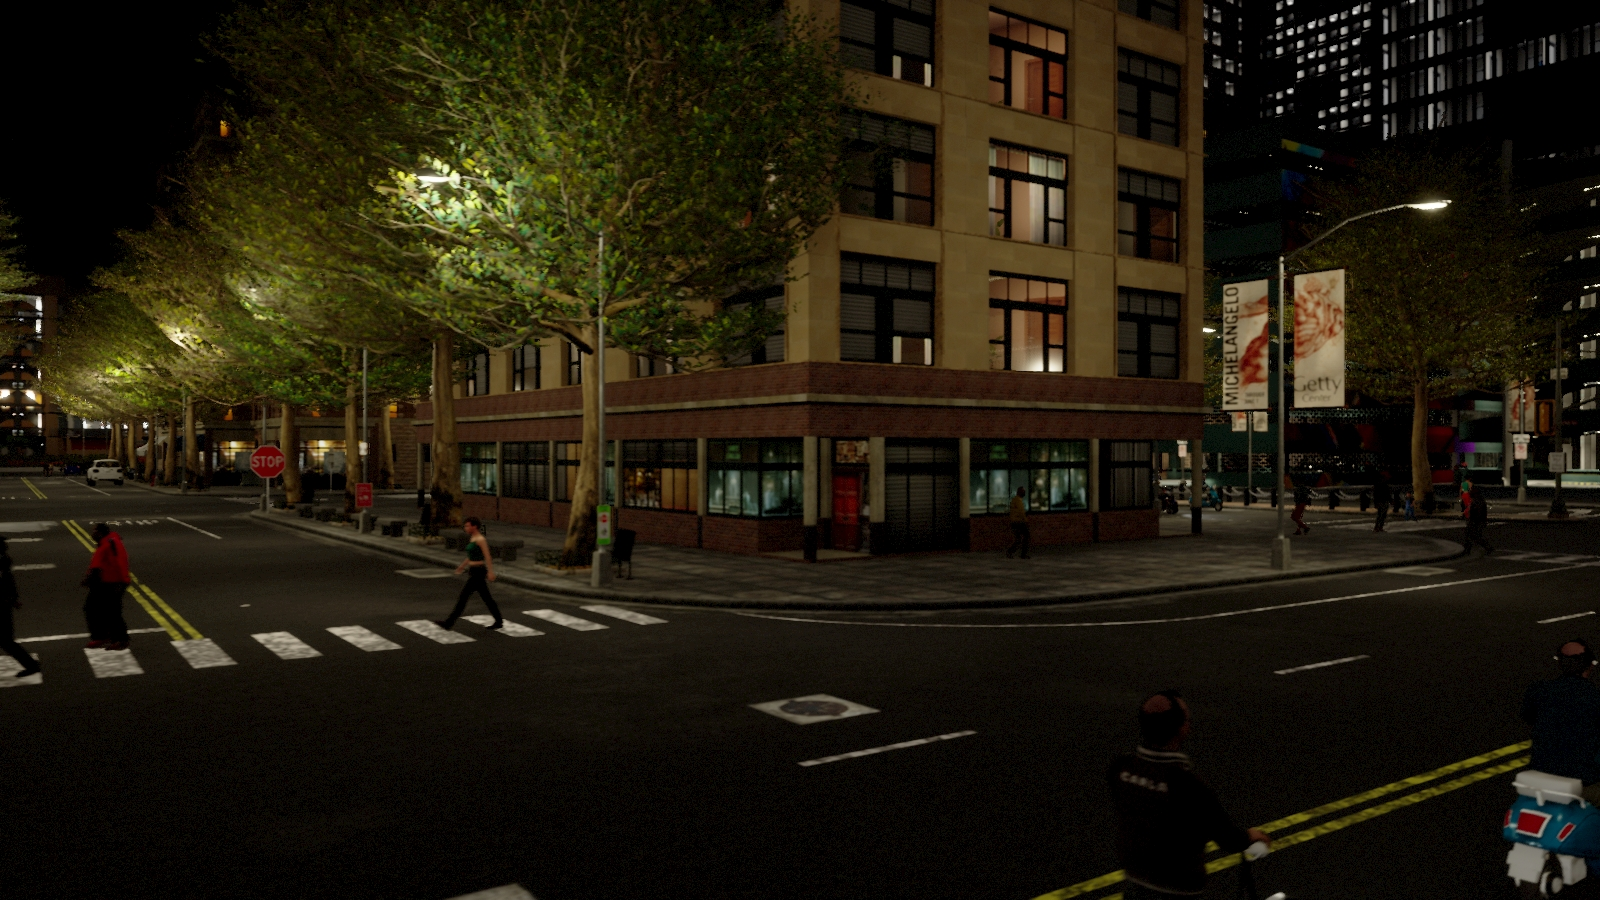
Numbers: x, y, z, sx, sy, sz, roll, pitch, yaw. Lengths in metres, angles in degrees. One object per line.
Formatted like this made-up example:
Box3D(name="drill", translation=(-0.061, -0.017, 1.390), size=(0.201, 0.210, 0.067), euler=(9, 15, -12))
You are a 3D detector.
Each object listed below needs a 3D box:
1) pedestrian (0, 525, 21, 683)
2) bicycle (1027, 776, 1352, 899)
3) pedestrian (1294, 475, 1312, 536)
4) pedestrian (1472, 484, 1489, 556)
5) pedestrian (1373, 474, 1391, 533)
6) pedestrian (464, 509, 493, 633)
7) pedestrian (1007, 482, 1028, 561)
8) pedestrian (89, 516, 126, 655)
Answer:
Box3D(name="pedestrian", translation=(-9.646, 1.848, 13.803), size=(0.375, 1.860, 0.375), euler=(0, 0, -36))
Box3D(name="bicycle", translation=(1.770, 2.209, 5.022), size=(1.835, 1.171, 0.329), euler=(0, 0, -35))
Box3D(name="pedestrian", translation=(15.393, 1.693, 34.948), size=(0.375, 1.860, 0.375), euler=(0, 0, -39))
Box3D(name="pedestrian", translation=(17.947, 1.844, 30.144), size=(0.375, 1.860, 0.375), euler=(0, 0, 28))
Box3D(name="pedestrian", translation=(18.569, 1.692, 36.473), size=(0.375, 1.860, 0.375), euler=(0, 0, -3))
Box3D(name="pedestrian", translation=(-4.956, 1.848, 17.594), size=(0.375, 1.860, 0.375), euler=(0, 0, -26))
Box3D(name="pedestrian", translation=(5.190, 1.694, 27.240), size=(0.375, 1.860, 0.375), euler=(0, 0, -16))
Box3D(name="pedestrian", translation=(-9.533, 1.849, 15.731), size=(0.375, 1.860, 0.375), euler=(0, 0, -41))
